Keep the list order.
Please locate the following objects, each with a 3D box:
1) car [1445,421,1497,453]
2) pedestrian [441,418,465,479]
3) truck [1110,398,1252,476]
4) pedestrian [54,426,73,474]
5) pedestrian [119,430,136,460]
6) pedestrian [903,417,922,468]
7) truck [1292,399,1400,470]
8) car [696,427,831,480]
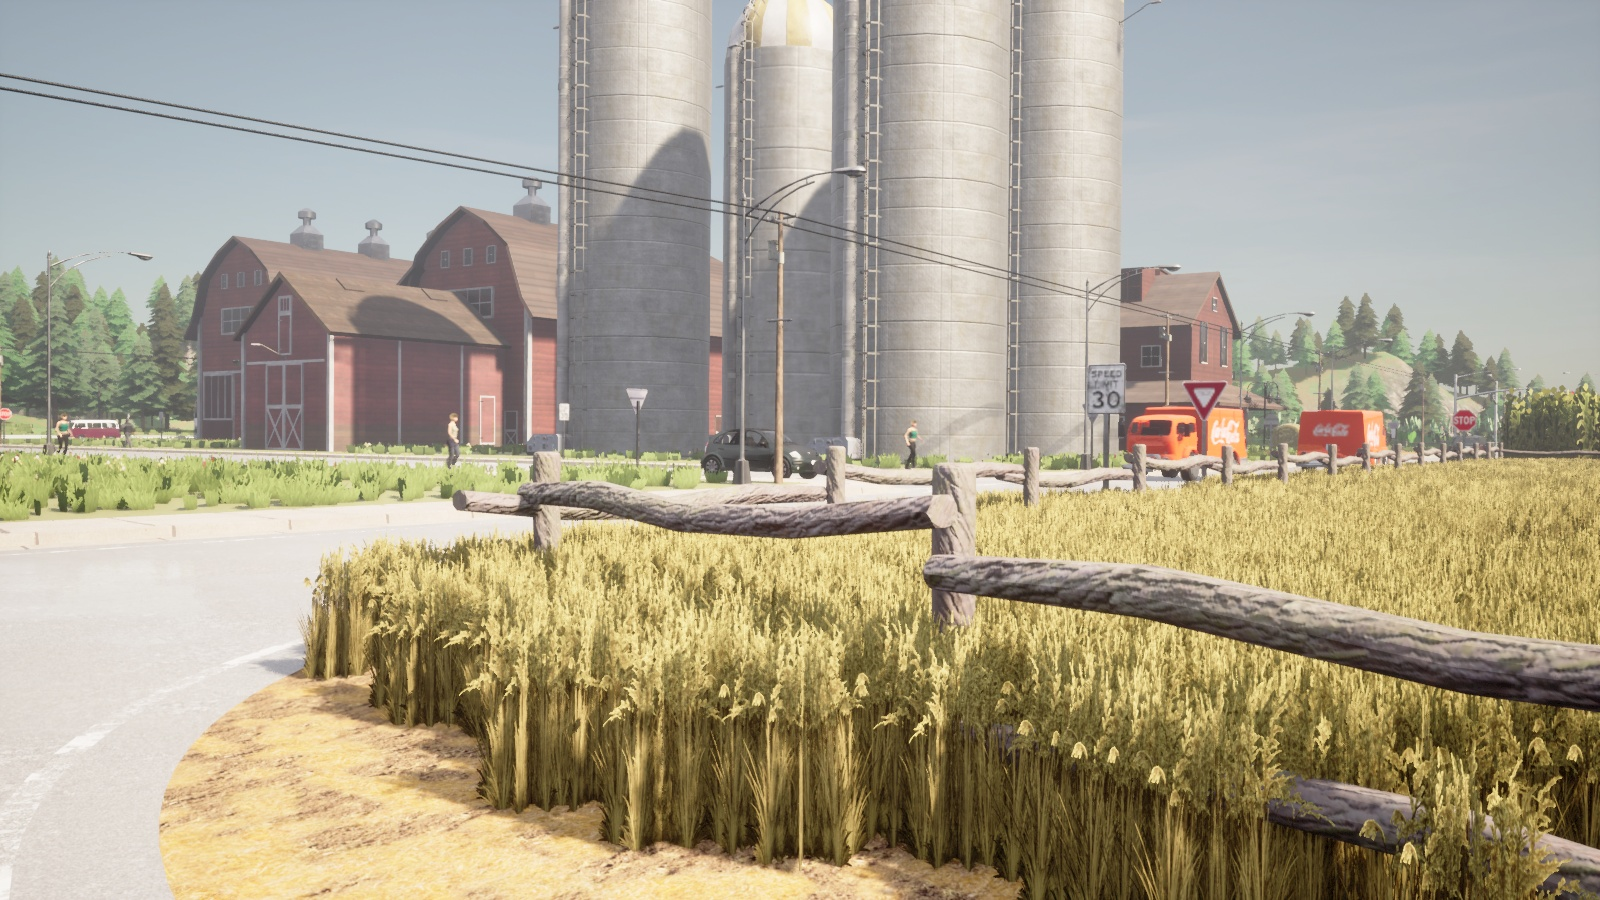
[{"bbox_3d":[38.608,-0.745,72.190,2.097,1.767,4.553,0,1,35],"label":"car"},{"bbox_3d":[-10.631,-0.042,38.472,0.594,1.836,0.345,0,1,9],"label":"pedestrian"},{"bbox_3d":[13.006,-0.457,42.664,2.627,2.467,5.204,0,1,42],"label":"truck"},{"bbox_3d":[-28.237,-0.015,48.148,0.594,1.836,0.345,0,1,32],"label":"pedestrian"},{"bbox_3d":[-42.025,-0.304,78.477,0.849,1.883,0.563,0,1,34],"label":"pedestrian"},{"bbox_3d":[4.094,-0.274,45.678,0.345,1.836,0.594,-1,1,-44],"label":"pedestrian"},{"bbox_3d":[20.156,-0.571,46.221,2.627,2.467,5.204,0,1,36],"label":"truck"},{"bbox_3d":[-1.192,0.091,40.225,3.988,1.617,1.851,0,1,35],"label":"car"}]
